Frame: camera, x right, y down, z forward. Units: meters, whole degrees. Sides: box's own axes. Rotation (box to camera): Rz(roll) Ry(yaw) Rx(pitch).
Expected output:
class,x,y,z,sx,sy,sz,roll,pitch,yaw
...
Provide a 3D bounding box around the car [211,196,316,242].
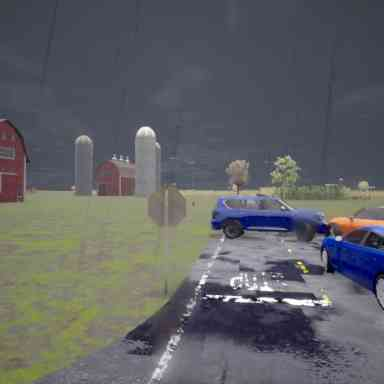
class,x,y,z,sx,sy,sz,roll,pitch,yaw
car,3.693,1.218,16.406,5.566,2.045,2.150,0,0,18

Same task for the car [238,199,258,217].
class,x,y,z,sx,sy,sz,roll,pitch,yaw
car,5.504,1.502,33.003,1.837,1.490,4.892,0,0,9

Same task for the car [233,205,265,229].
class,x,y,z,sx,sy,sz,roll,pitch,yaw
car,3.849,1.601,22.696,1.895,1.301,4.718,0,0,9

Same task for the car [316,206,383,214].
class,x,y,z,sx,sy,sz,roll,pitch,yaw
car,7.682,1.367,13.707,2.097,1.767,4.553,0,0,-20

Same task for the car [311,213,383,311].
class,x,y,z,sx,sy,sz,roll,pitch,yaw
car,4.573,1.480,7.612,1.882,1.535,5.008,0,0,2
